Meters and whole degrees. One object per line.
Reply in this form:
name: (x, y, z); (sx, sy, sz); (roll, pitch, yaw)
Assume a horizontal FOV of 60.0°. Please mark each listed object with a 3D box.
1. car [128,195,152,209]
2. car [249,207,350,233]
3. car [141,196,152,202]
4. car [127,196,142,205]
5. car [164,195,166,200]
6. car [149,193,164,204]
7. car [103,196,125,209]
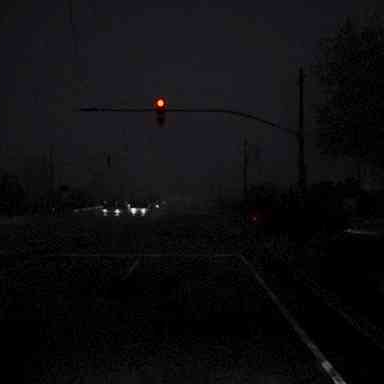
car: (-7.129, 1.558, 45.816); (1.994, 1.385, 4.181); (0, 0, 0)
car: (5.996, 1.546, 19.047); (5.357, 1.411, 2.033); (0, 0, 3)
car: (-10.552, 1.573, 76.997); (1.895, 1.301, 4.718); (0, 0, 0)
car: (-10.606, 1.498, 61.885); (1.837, 1.490, 4.892); (0, 0, 0)
car: (-7.051, 1.476, 77.755); (1.837, 1.490, 4.892); (0, 0, 0)
car: (-7.101, 1.216, 62.592); (2.150, 2.045, 5.566); (0, 0, 0)
car: (-10.630, 1.347, 45.449); (2.097, 1.767, 4.553); (0, 0, 0)
